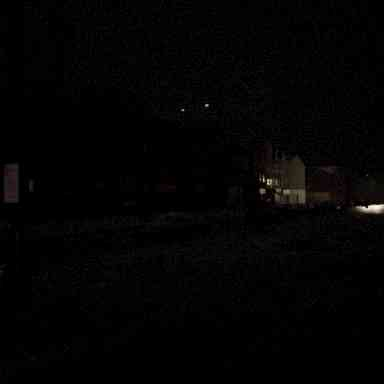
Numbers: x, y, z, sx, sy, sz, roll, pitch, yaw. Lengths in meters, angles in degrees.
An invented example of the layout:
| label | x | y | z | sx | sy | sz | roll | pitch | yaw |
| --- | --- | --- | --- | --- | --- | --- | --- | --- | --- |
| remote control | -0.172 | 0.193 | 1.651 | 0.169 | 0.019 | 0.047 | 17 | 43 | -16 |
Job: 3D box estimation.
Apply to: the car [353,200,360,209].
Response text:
| label | x | y | z | sx | sy | sz | roll | pitch | yaw |
| --- | --- | --- | --- | --- | --- | --- | --- | --- | --- |
| car | 25.167 | 2.039 | 53.714 | 2.008 | 1.369 | 4.403 | -1 | -1 | 35 |

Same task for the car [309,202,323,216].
| label | x | y | z | sx | sy | sz | roll | pitch | yaw |
| --- | --- | --- | --- | --- | --- | --- | --- | --- | --- |
| car | 12.175 | 1.847 | 35.340 | 1.802 | 1.307 | 4.206 | -1 | -1 | 35 |

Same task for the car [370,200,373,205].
| label | x | y | z | sx | sy | sz | roll | pitch | yaw |
| --- | --- | --- | --- | --- | --- | --- | --- | --- | --- |
| car | 34.911 | 2.237 | 67.492 | 1.887 | 1.381 | 4.507 | -2 | -2 | 35 |

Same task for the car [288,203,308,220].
| label | x | y | z | sx | sy | sz | roll | pitch | yaw |
| --- | --- | --- | --- | --- | --- | --- | --- | --- | --- |
| car | 8.927 | 1.769 | 30.748 | 2.008 | 1.369 | 4.403 | -1 | -1 | 35 |

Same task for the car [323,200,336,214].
| label | x | y | z | sx | sy | sz | roll | pitch | yaw |
| --- | --- | --- | --- | --- | --- | --- | --- | --- | --- |
| car | 15.423 | 1.860 | 39.934 | 1.887 | 1.381 | 4.507 | -1 | -1 | 35 |

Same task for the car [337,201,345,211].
| label | x | y | z | sx | sy | sz | roll | pitch | yaw |
| --- | --- | --- | --- | --- | --- | --- | --- | --- | --- |
| car | 18.670 | 1.810 | 44.529 | 1.967 | 1.590 | 4.097 | -1 | -1 | 35 |

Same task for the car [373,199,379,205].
| label | x | y | z | sx | sy | sz | roll | pitch | yaw |
| --- | --- | --- | --- | --- | --- | --- | --- | --- | --- |
| car | 44.655 | 2.486 | 81.270 | 2.008 | 1.369 | 4.403 | -2 | -2 | 35 |

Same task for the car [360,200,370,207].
| label | x | y | z | sx | sy | sz | roll | pitch | yaw |
| --- | --- | --- | --- | --- | --- | --- | --- | --- | --- |
| car | 31.664 | 2.172 | 62.900 | 2.008 | 1.369 | 4.403 | -2 | -2 | 35 |

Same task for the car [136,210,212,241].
| label | x | y | z | sx | sy | sz | roll | pitch | yaw |
| --- | --- | --- | --- | --- | --- | --- | --- | --- | --- |
| car | -0.720 | 1.625 | 17.107 | 1.752 | 1.417 | 4.829 | -1 | -1 | 35 |

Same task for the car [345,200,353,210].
| label | x | y | z | sx | sy | sz | roll | pitch | yaw |
| --- | --- | --- | --- | --- | --- | --- | --- | --- | --- |
| car | 21.919 | 1.978 | 49.120 | 2.008 | 1.369 | 4.403 | -1 | -1 | 35 |

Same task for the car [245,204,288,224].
| label | x | y | z | sx | sy | sz | roll | pitch | yaw |
| --- | --- | --- | --- | --- | --- | --- | --- | --- | --- |
| car | 5.679 | 1.741 | 26.154 | 1.947 | 1.339 | 4.313 | -1 | -1 | 35 |
